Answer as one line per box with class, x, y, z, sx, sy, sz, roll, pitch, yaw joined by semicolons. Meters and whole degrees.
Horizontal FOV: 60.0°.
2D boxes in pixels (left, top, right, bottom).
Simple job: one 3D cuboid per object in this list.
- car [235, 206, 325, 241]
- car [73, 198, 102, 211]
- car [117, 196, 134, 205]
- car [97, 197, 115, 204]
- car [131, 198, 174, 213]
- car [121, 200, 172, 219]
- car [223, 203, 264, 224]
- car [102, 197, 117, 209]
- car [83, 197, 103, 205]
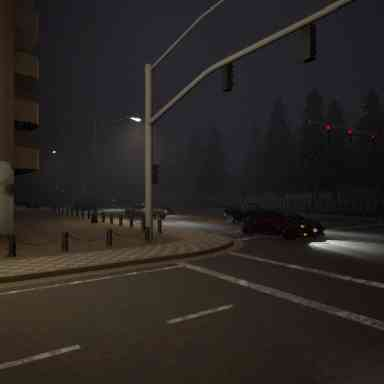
car;4.472;1.594;16.826;1.994;1.385;4.181;0;-1;-36
car;-13.458;1.533;41.754;1.882;1.535;5.008;0;0;-36
car;-11.416;1.408;57.209;2.097;1.767;4.553;0;0;-36
car;-16.676;1.656;64.486;1.895;1.301;4.718;0;0;-36
car;-3.988;1.603;34.561;2.033;1.411;5.357;0;0;-36
car;-4.016;1.656;28.616;1.895;1.301;4.718;0;0;-36
car;4.252;1.547;23.190;2.128;1.511;4.902;0;0;-37
car;-12.912;1.546;47.008;2.128;1.511;4.902;0;0;-35
car;-18.003;1.656;60.366;1.895;1.301;4.718;0;0;-36
